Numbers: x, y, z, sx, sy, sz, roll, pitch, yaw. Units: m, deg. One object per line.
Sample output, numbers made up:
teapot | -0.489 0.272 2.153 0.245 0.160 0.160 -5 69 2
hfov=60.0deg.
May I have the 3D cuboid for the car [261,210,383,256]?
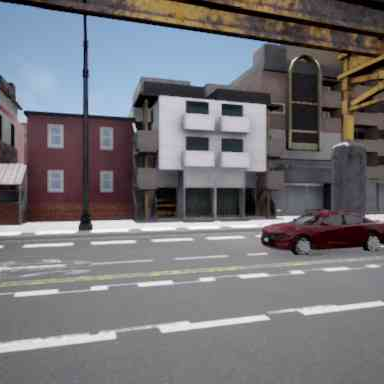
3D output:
car | 5.102 1.472 12.846 5.008 1.535 1.882 0 0 -17
